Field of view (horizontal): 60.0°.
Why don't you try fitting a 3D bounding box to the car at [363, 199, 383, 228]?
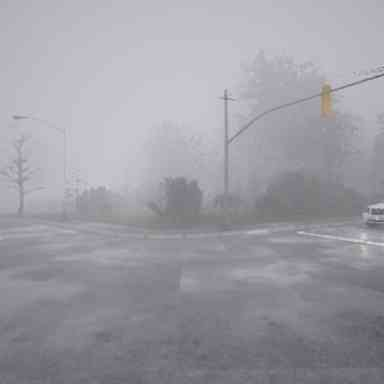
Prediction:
[{"bbox_3d":[12.278,0.975,18.935,5.566,2.045,2.150,-2,1,-27],"label":"car"}]
